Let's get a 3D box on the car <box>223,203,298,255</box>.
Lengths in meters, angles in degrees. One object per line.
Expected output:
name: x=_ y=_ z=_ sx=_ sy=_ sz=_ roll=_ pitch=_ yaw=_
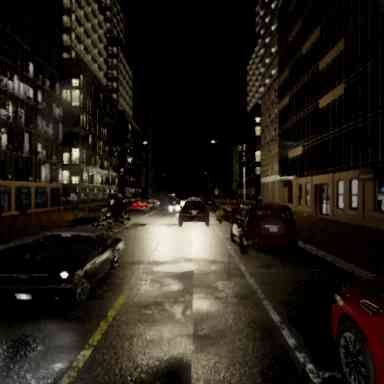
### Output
car: x=2.718 y=1.343 z=13.437 sx=2.192 sy=1.841 sz=5.009 roll=0 pitch=0 yaw=0

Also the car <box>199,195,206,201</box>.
car: x=2.860 y=1.661 z=93.294 sx=1.752 sy=1.417 sz=4.829 roll=0 pitch=0 yaw=0

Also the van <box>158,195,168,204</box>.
van: x=-5.571 y=1.448 z=64.694 sx=1.690 sy=1.788 sz=3.998 roll=0 pitch=0 yaw=0

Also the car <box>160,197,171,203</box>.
car: x=-5.561 y=1.695 z=70.385 sx=1.802 sy=1.307 sz=4.206 roll=0 pitch=0 yaw=0

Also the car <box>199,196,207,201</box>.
car: x=2.850 y=1.712 z=87.432 sx=1.802 sy=1.307 sz=4.206 roll=0 pitch=0 yaw=0

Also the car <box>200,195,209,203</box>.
car: x=2.830 y=1.559 z=76.048 sx=1.967 sy=1.590 sz=4.097 roll=0 pitch=0 yaw=0

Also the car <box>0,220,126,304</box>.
car: x=-3.087 y=1.619 z=8.307 sx=1.895 sy=1.301 sz=4.718 roll=0 pitch=0 yaw=0

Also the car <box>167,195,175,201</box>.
car: x=-5.530 y=1.570 z=87.461 sx=1.967 sy=1.590 sz=4.097 roll=0 pitch=0 yaw=0

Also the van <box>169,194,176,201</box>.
van: x=-5.519 y=1.476 z=93.154 sx=1.690 sy=1.788 sz=3.998 roll=0 pitch=0 yaw=0

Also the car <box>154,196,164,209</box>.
car: x=-5.602 y=1.635 z=47.616 sx=2.008 sy=1.369 sz=4.403 roll=0 pitch=0 yaw=0

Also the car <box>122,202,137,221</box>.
car: x=-5.643 y=1.615 z=24.848 sx=1.947 sy=1.339 sz=4.313 roll=0 pitch=0 yaw=0

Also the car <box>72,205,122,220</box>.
car: x=-5.653 y=1.590 z=19.155 sx=2.008 sy=1.369 sz=4.403 roll=0 pitch=0 yaw=0

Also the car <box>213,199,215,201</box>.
car: x=2.789 y=1.658 z=53.281 sx=1.947 sy=1.339 sz=4.313 roll=0 pitch=0 yaw=0

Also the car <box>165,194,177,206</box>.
car: x=-2.907 y=1.590 z=57.094 sx=2.128 sy=1.511 sz=4.902 roll=0 pitch=0 yaw=0

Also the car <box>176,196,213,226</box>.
car: x=0.143 y=1.400 z=24.064 sx=2.097 sy=1.767 sz=4.553 roll=0 pitch=0 yaw=0

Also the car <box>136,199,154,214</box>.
car: x=-5.622 y=1.650 z=36.230 sx=1.802 sy=1.307 sz=4.206 roll=0 pitch=0 yaw=0

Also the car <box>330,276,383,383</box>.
car: x=2.698 y=1.320 z=2.052 sx=2.192 sy=1.841 sz=5.009 roll=0 pitch=0 yaw=0

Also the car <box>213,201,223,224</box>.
car: x=2.738 y=1.575 z=24.990 sx=1.752 sy=1.417 sz=4.829 roll=0 pitch=0 yaw=0

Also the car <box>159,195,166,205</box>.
car: x=-5.582 y=1.644 z=59.001 sx=1.887 sy=1.381 sz=4.507 roll=0 pitch=0 yaw=0
